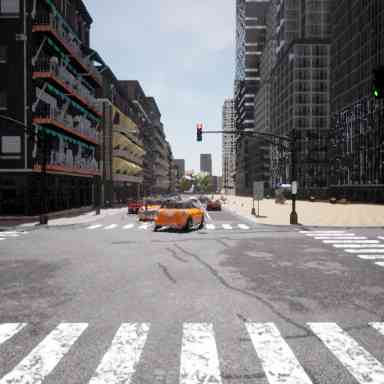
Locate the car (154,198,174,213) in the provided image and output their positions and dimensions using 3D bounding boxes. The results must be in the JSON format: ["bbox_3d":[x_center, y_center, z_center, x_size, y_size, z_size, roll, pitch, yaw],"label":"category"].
[{"bbox_3d":[-3.085,1.500,37.637,1.837,1.490,4.892,0,0,0],"label":"car"}]

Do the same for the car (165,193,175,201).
[{"bbox_3d":[-5.679,1.321,86.225,2.192,1.841,5.009,-1,0,0],"label":"car"}]

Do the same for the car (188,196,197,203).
[{"bbox_3d":[0.128,1.602,69.719,1.895,1.301,4.718,0,0,0],"label":"car"}]

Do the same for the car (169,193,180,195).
[{"bbox_3d":[-3.032,1.220,58.283,2.150,2.045,5.566,0,0,1],"label":"car"}]

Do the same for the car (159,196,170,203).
[{"bbox_3d":[-5.680,1.583,69.278,1.802,1.307,4.206,-1,0,0],"label":"car"}]

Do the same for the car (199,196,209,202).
[{"bbox_3d":[2.669,1.547,74.982,1.887,1.381,4.507,-1,0,0],"label":"car"}]

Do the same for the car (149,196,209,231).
[{"bbox_3d":[-0.659,1.330,20.677,2.097,1.767,4.553,0,-1,16],"label":"car"}]

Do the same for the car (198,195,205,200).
[{"bbox_3d":[2.673,1.534,92.099,1.752,1.417,4.829,-1,0,0],"label":"car"}]

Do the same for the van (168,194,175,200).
[{"bbox_3d":[-5.676,1.350,91.873,1.690,1.788,3.998,-1,0,0],"label":"van"}]

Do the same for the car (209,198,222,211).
[{"bbox_3d":[2.658,1.540,41.088,1.887,1.381,4.507,-1,0,0],"label":"car"}]

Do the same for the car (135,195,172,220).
[{"bbox_3d":[-3.091,1.348,27.640,2.097,1.767,4.553,0,0,0],"label":"car"}]

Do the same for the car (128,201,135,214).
[{"bbox_3d":[-5.690,1.540,35.384,1.887,1.381,4.507,-1,0,0],"label":"car"}]
